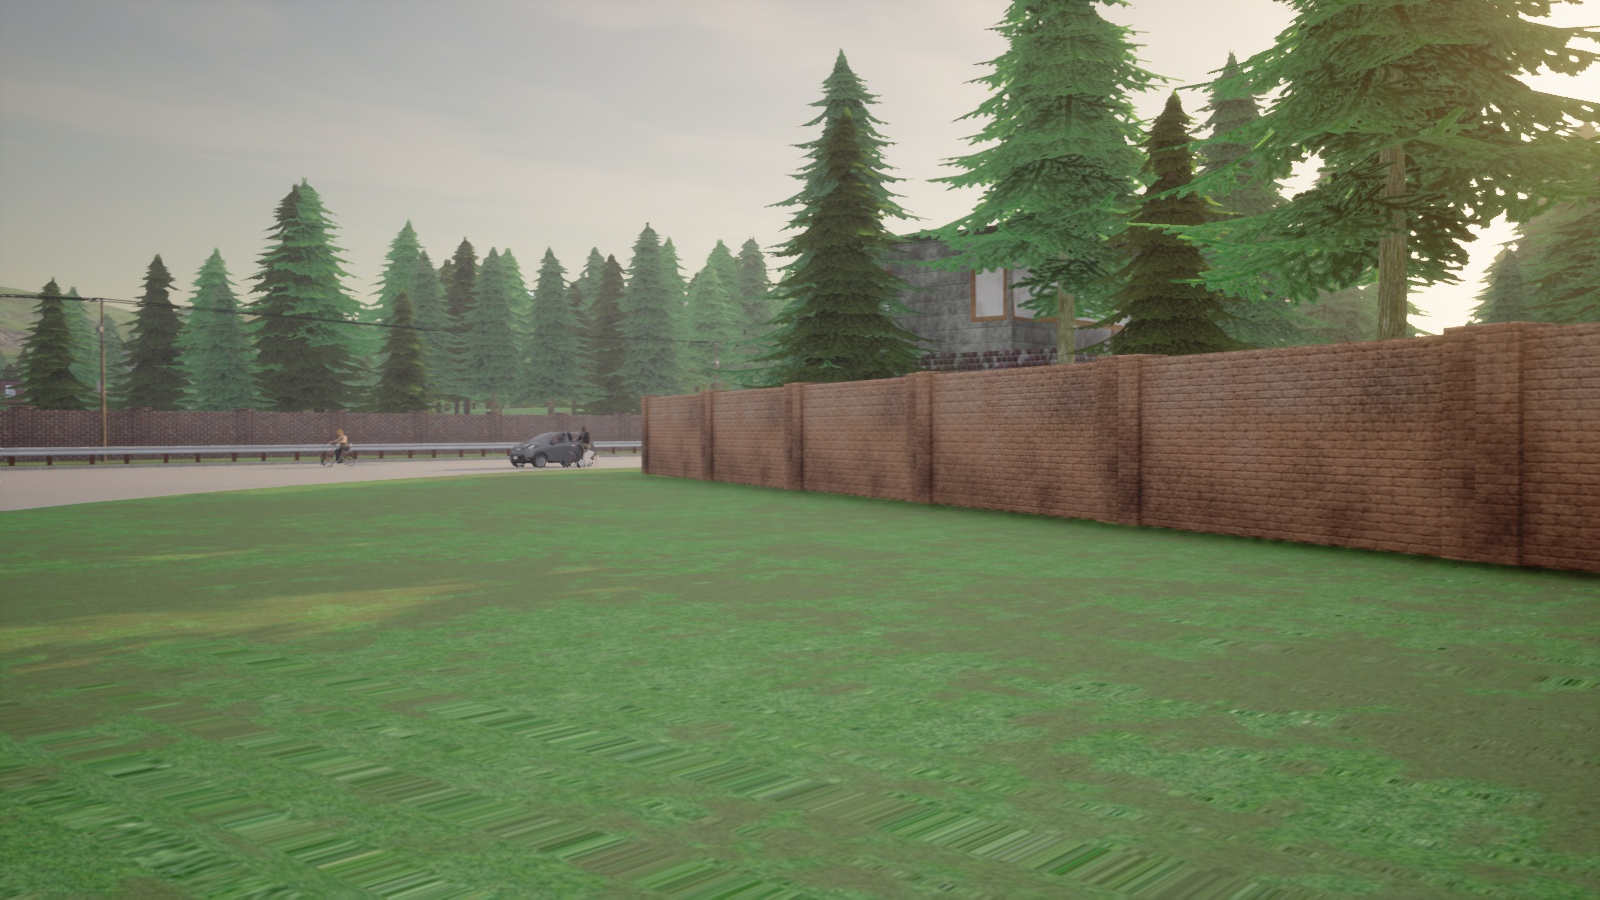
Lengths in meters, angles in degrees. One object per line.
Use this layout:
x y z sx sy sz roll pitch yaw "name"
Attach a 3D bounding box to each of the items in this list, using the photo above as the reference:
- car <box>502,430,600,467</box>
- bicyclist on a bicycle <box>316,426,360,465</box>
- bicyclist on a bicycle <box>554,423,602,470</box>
-10.424 -0.076 52.650 1.845 1.501 3.633 1 1 42 "car"
-19.511 -0.214 53.032 0.866 1.612 1.509 1 1 42 "bicyclist on a bicycle"
-8.659 -0.151 49.052 0.659 1.776 1.843 2 2 38 "bicyclist on a bicycle"
